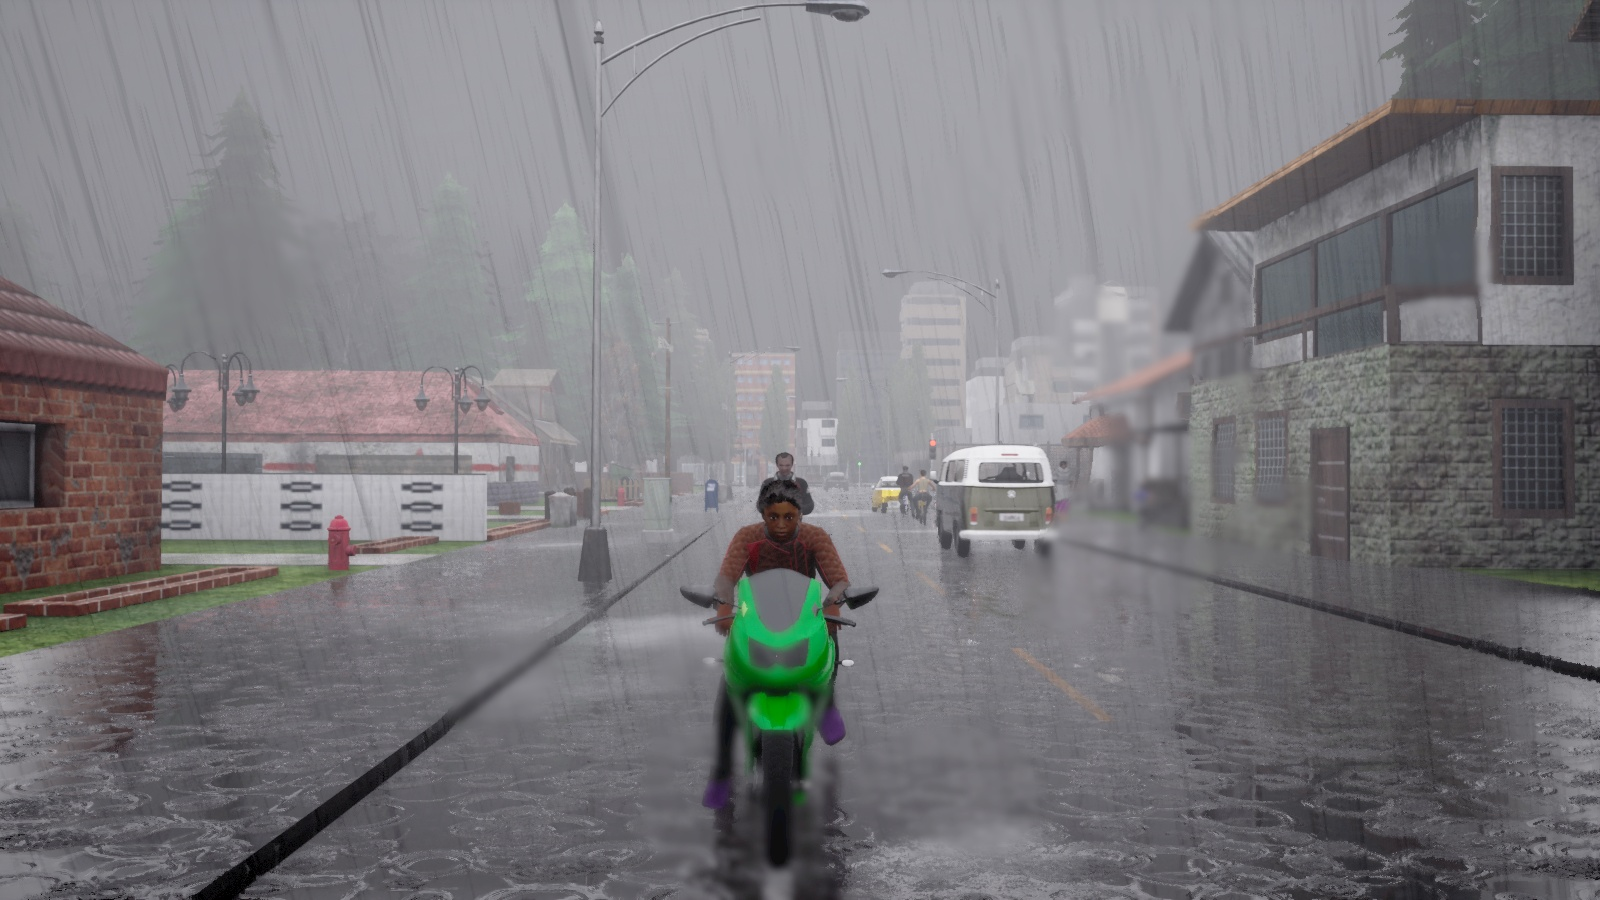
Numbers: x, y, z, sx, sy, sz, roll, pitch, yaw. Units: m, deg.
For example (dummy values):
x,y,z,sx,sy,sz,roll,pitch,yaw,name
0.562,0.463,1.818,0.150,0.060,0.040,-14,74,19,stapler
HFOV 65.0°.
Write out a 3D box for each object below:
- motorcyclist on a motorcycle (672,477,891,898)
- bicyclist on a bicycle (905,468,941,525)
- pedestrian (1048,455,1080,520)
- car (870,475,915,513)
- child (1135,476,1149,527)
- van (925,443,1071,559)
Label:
x,y,z,sx,sy,sz,roll,pitch,yaw,name
-0.079,0.891,5.633,0.797,1.523,2.044,0,-1,-1,motorcyclist on a motorcycle
3.600,1.354,36.907,0.866,1.612,1.509,0,0,-1,bicyclist on a bicycle
8.032,1.133,38.240,0.659,1.952,0.873,0,-1,-10,pedestrian
3.493,1.654,47.662,1.481,1.376,2.207,0,-1,-1,car
8.607,1.299,31.572,0.270,1.263,0.437,0,-1,7,child
3.726,0.932,24.422,2.069,2.038,4.480,0,-1,-1,van
